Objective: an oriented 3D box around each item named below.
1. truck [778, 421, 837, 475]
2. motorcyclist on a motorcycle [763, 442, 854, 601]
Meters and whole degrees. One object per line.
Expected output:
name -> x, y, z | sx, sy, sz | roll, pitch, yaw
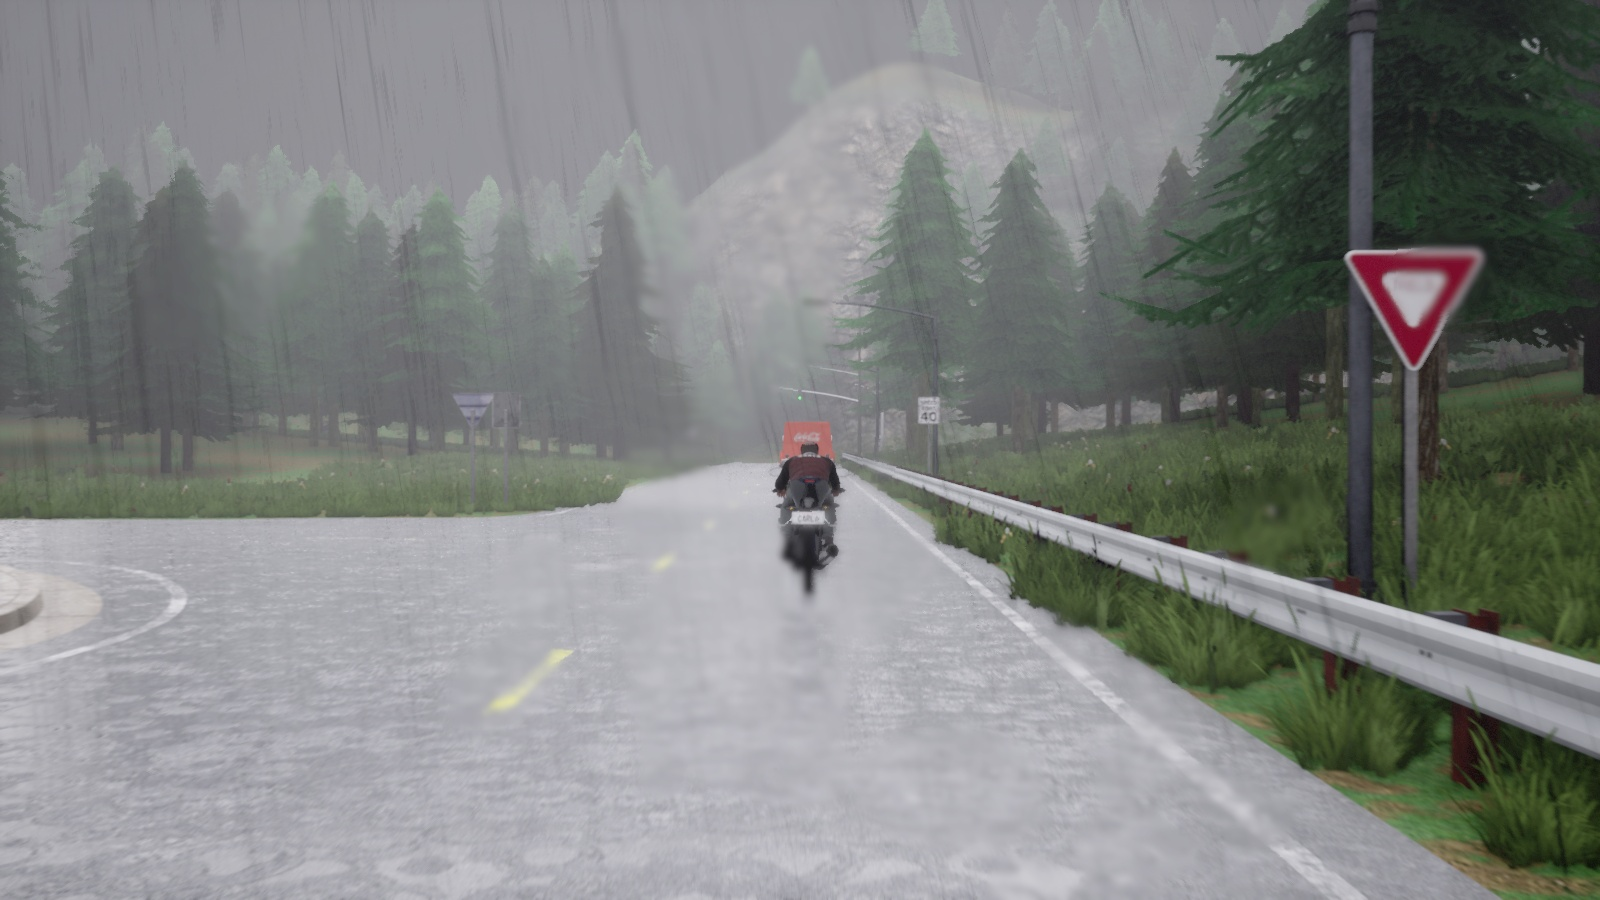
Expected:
truck -> 0.353, -0.100, 59.465 | 2.627, 2.467, 5.204 | 0, 0, 0
motorcyclist on a motorcycle -> 0.091, 0.683, 13.223 | 0.866, 1.530, 2.191 | 0, 0, 0
